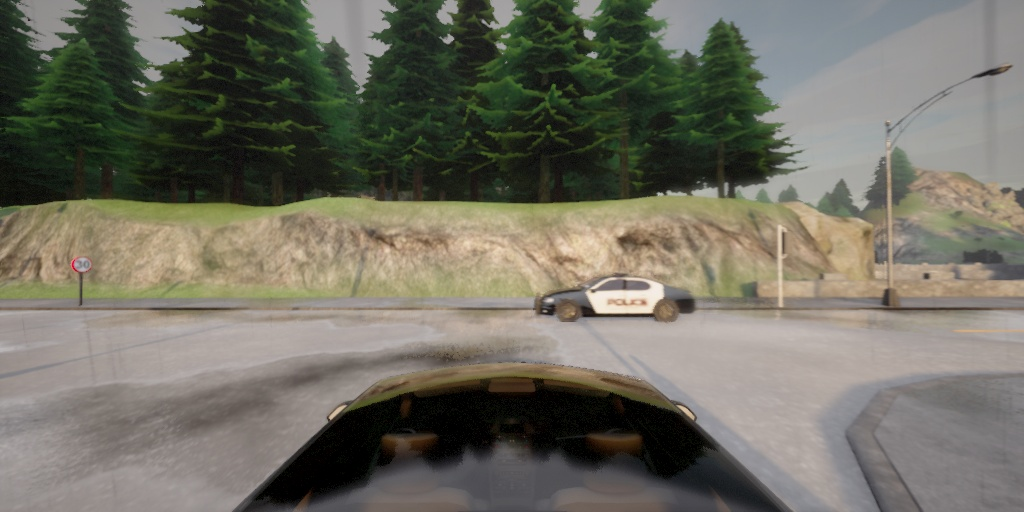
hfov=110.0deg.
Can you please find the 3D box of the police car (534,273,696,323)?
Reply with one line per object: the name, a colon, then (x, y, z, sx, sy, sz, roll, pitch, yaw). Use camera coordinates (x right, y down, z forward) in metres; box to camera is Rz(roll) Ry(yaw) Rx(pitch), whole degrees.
police car: (3.279, 1.364, 12.048, 4.974, 1.542, 2.038, 0, -1, 2)
